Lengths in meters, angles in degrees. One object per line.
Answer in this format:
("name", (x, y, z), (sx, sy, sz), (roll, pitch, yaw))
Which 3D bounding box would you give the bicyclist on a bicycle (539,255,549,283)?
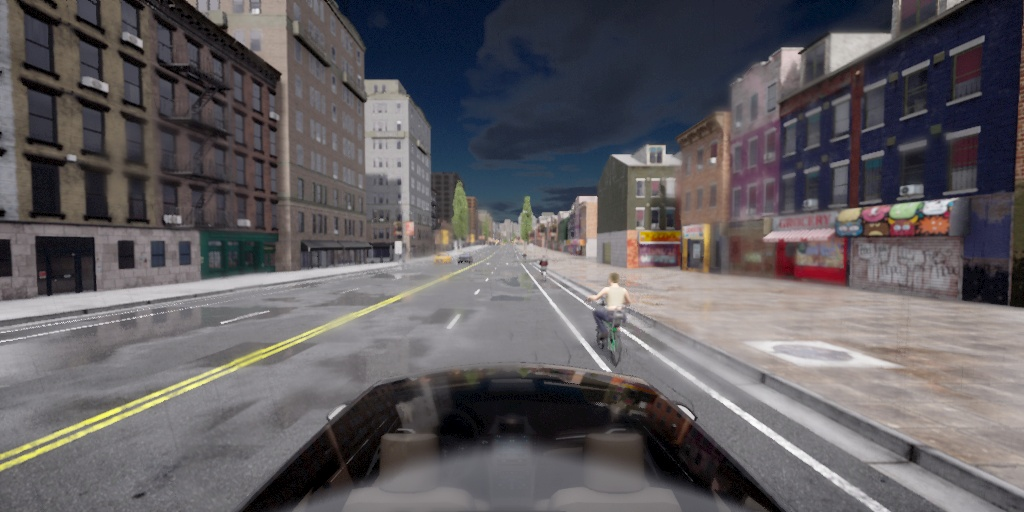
("bicyclist on a bicycle", (2.018, 0.809, 22.880), (0.659, 1.776, 1.843), (0, 1, 0))

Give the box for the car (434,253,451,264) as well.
("car", (-9.995, 0.362, 51.822), (1.882, 1.535, 5.008), (0, 1, 0))

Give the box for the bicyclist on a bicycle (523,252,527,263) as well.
("bicyclist on a bicycle", (1.876, 0.232, 52.831), (0.659, 1.776, 1.843), (0, 1, 0))

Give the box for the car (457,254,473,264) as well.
("car", (-6.743, 0.420, 52.313), (2.033, 1.411, 5.357), (0, 1, 0))

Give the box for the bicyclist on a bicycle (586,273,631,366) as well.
("bicyclist on a bicycle", (1.861, 1.116, 6.801), (0.866, 1.612, 1.509), (4, 1, -1))
